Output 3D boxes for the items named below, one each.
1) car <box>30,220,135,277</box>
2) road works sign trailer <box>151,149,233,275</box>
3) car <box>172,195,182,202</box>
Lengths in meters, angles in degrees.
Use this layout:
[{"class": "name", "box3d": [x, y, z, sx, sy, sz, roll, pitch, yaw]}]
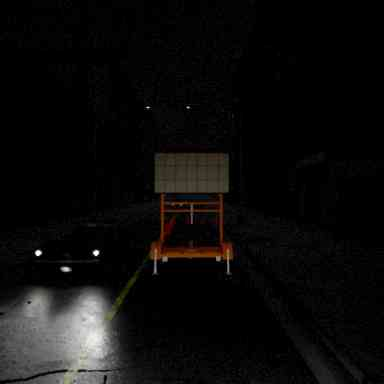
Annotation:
[{"class": "car", "box3d": [-3.106, 1.599, 10.416, 1.895, 1.301, 4.718, 0, 0, 0]}, {"class": "road works sign trailer", "box3d": [-0.005, 0.463, 10.473, 2.380, 3.560, 2.880, 0, 0, 0]}, {"class": "car", "box3d": [-3.033, 1.405, 68.768, 1.882, 1.535, 5.008, 0, 0, 0]}]
